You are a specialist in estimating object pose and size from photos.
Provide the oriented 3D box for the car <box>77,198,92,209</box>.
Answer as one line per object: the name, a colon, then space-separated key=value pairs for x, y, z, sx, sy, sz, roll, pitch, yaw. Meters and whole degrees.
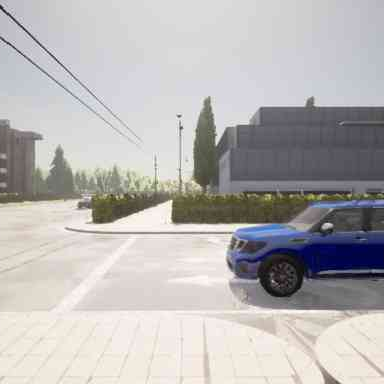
car: x=-14.151 y=1.547 z=45.904 sx=2.033 sy=1.411 sz=5.357 roll=0 pitch=0 yaw=0

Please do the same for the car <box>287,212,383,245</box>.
car: x=6.932 y=1.601 z=15.136 sx=4.718 sy=1.301 sz=1.895 roll=0 pitch=0 yaw=-1

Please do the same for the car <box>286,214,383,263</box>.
car: x=6.254 y=1.547 z=11.631 sx=5.357 sy=1.411 sz=2.033 roll=0 pitch=0 yaw=0

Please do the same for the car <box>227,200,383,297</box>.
car: x=3.659 y=1.221 z=8.106 sx=5.566 sy=2.045 sz=2.150 roll=0 pitch=0 yaw=-1
